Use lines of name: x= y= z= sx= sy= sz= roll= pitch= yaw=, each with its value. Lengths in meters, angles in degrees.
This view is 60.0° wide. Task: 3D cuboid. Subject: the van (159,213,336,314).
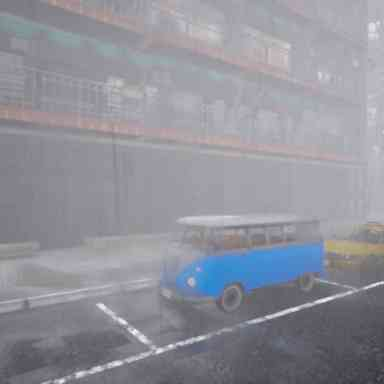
van: x=1.250 y=1.399 z=7.447 sx=3.998 sy=1.788 sz=1.690 roll=1 pitch=0 yaw=-35

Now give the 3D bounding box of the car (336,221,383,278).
car: x=5.606 y=1.644 z=10.555 sx=4.829 sy=1.417 sz=1.752 roll=1 pitch=0 yaw=-35
